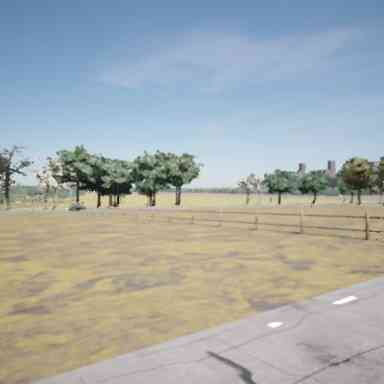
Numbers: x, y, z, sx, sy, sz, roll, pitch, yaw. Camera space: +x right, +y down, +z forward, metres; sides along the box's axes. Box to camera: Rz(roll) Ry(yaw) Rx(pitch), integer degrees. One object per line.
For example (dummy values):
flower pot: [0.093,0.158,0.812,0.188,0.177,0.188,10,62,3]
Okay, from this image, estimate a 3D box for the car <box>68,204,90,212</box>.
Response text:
car: [-26.065,3.602,76.983,4.553,1.767,2.097,0,0,-35]
